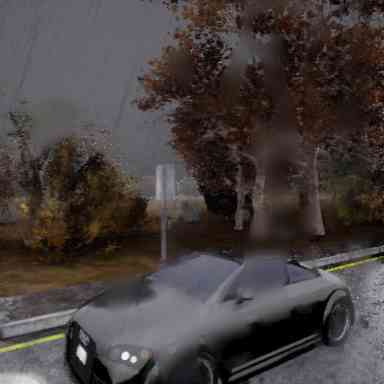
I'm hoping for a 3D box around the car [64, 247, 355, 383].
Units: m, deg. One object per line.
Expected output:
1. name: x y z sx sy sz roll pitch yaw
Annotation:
1. car: 0.440 1.551 4.730 4.181 1.385 1.994 0 0 -35
